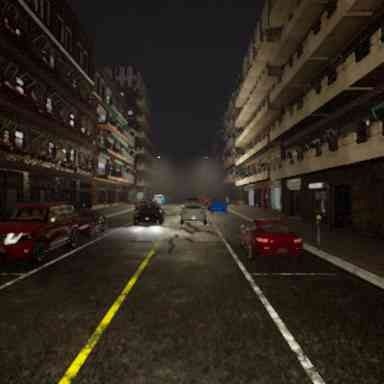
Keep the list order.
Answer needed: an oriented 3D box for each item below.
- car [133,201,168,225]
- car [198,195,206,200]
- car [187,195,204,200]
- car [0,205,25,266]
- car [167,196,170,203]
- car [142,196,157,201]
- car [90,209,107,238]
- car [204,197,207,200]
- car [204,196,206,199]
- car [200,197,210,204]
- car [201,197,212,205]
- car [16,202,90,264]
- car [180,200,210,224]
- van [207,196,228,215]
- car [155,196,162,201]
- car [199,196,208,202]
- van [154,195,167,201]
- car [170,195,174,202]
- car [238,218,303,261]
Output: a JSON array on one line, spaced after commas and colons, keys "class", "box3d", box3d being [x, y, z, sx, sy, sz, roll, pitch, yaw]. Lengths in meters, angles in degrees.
[{"class": "car", "box3d": [-2.996, 1.605, 24.190, 1.994, 1.385, 4.181, 0, 0, 0]}, {"class": "car", "box3d": [2.858, 1.632, 95.558, 2.008, 1.369, 4.403, 1, 0, 0]}, {"class": "car", "box3d": [0.109, 1.386, 41.907, 2.097, 1.767, 4.553, 0, 0, 0]}, {"class": "car", "box3d": [-5.675, 1.320, 6.461, 2.192, 1.841, 5.009, 1, 0, 0]}, {"class": "car", "box3d": [-5.667, 1.602, 62.171, 2.008, 1.369, 4.403, 1, 0, 0]}, {"class": "car", "box3d": [-5.671, 1.558, 39.718, 1.752, 1.417, 4.829, 1, 0, 0]}, {"class": "car", "box3d": [-5.676, 1.596, 17.604, 1.802, 1.307, 4.206, 1, 0, 0]}, {"class": "car", "box3d": [2.716, 1.558, 40.016, 1.752, 1.417, 4.829, 1, 0, 0]}, {"class": "car", "box3d": [2.690, 1.587, 50.989, 1.887, 1.381, 4.507, 1, 0, 0]}, {"class": "car", "box3d": [2.681, 1.639, 67.702, 1.802, 1.307, 4.206, 1, 0, 0]}, {"class": "car", "box3d": [2.680, 1.618, 62.131, 1.947, 1.339, 4.313, 1, 0, 0]}, {"class": "car", "box3d": [-5.674, 1.325, 12.032, 2.192, 1.841, 5.009, 1, 0, 0]}, {"class": "car", "box3d": [0.107, 1.546, 24.740, 1.812, 1.442, 4.674, 0, 0, 0]}, {"class": "van", "box3d": [2.713, 1.369, 34.275, 1.690, 1.788, 3.998, 1, 0, 0]}, {"class": "car", "box3d": [-5.671, 1.603, 45.459, 1.947, 1.339, 4.313, 1, 0, 0]}, {"class": "car", "box3d": [2.684, 1.617, 78.844, 2.008, 1.369, 4.403, 1, 0, 0]}, {"class": "van", "box3d": [-5.666, 1.388, 56.601, 1.690, 1.788, 3.998, 1, 0, 0]}, {"class": "car", "box3d": [-5.664, 1.612, 73.315, 2.008, 1.369, 4.403, 1, 0, 0]}, {"class": "car", "box3d": [2.702, 1.592, 11.991, 1.802, 1.307, 4.206, 1, 0, 0]}]
